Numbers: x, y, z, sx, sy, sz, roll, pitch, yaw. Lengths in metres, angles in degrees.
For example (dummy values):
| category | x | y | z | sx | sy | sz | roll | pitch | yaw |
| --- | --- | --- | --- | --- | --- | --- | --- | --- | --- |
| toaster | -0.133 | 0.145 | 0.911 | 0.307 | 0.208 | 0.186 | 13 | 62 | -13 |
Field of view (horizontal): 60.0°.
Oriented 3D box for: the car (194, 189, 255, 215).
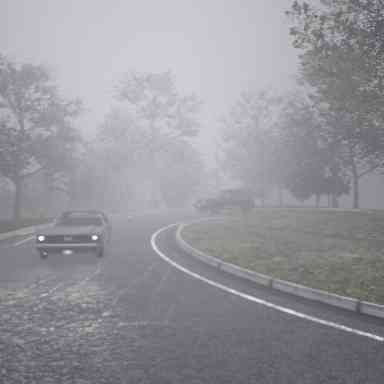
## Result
| category | x | y | z | sx | sy | sz | roll | pitch | yaw |
| --- | --- | --- | --- | --- | --- | --- | --- | --- | --- |
| car | 2.856 | 0.767 | 28.375 | 5.566 | 2.045 | 2.150 | 1 | 0 | -32 |

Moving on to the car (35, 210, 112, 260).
| category | x | y | z | sx | sy | sz | roll | pitch | yaw |
| --- | --- | --- | --- | --- | --- | --- | --- | --- | --- |
| car | -3.856 | 1.336 | 11.509 | 1.895 | 1.301 | 4.718 | 1 | 1 | -10 |
